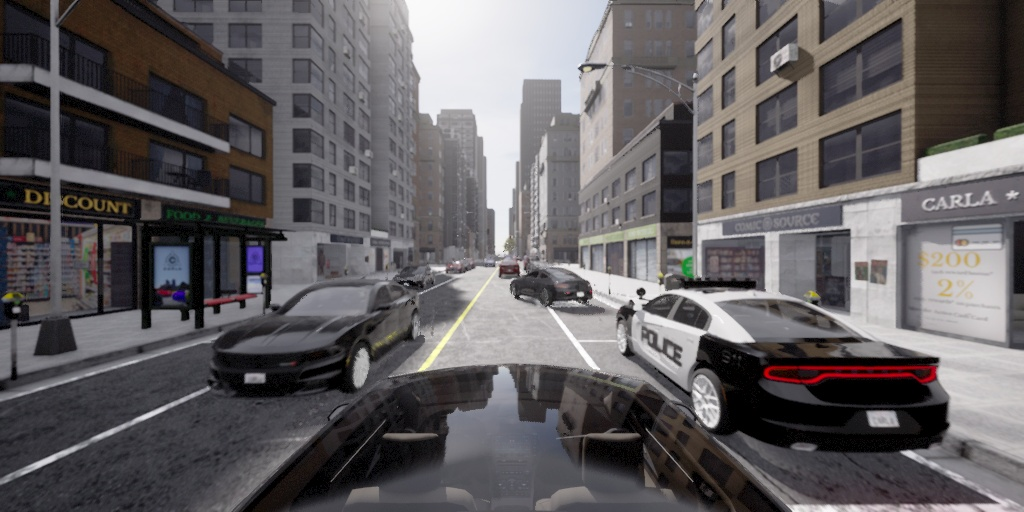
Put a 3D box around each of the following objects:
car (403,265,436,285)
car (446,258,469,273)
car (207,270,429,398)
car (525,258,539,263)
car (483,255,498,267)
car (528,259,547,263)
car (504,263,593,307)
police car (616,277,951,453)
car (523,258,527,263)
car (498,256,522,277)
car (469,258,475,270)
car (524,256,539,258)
[{"bbox_3d":[-5.866,1.216,21.996,1.948,1.339,4.313,0,0,-1],"label":"car"},{"bbox_3d":[-6.031,1.149,38.571,1.802,1.307,4.207,0,0,-1],"label":"car"},{"bbox_3d":[-3.149,1.203,6.860,1.882,1.535,5.008,0,0,-1],"label":"car"},{"bbox_3d":[2.549,1.141,33.140,2.007,1.370,4.403,0,0,-1],"label":"car"},{"bbox_3d":[-3.550,1.021,56.859,2.033,1.411,5.357,0,0,0],"label":"car"},{"bbox_3d":[2.604,1.169,27.617,2.007,1.370,4.403,0,0,-1],"label":"car"},{"bbox_3d":[1.529,1.207,15.130,1.812,1.442,4.674,-1,1,-24],"label":"car"},{"bbox_3d":[3.098,1.154,5.606,1.930,1.638,5.238,0,0,-1],"label":"police car"},{"bbox_3d":[2.494,1.129,38.663,1.948,1.339,4.313,0,0,-1],"label":"car"},{"bbox_3d":[-0.226,1.069,33.065,1.882,1.535,5.008,0,0,0],"label":"car"},{"bbox_3d":[-6.086,1.105,44.096,1.948,1.339,4.313,0,0,-1],"label":"car"},{"bbox_3d":[2.440,0.850,44.187,2.192,1.841,5.009,0,0,-1],"label":"car"}]
